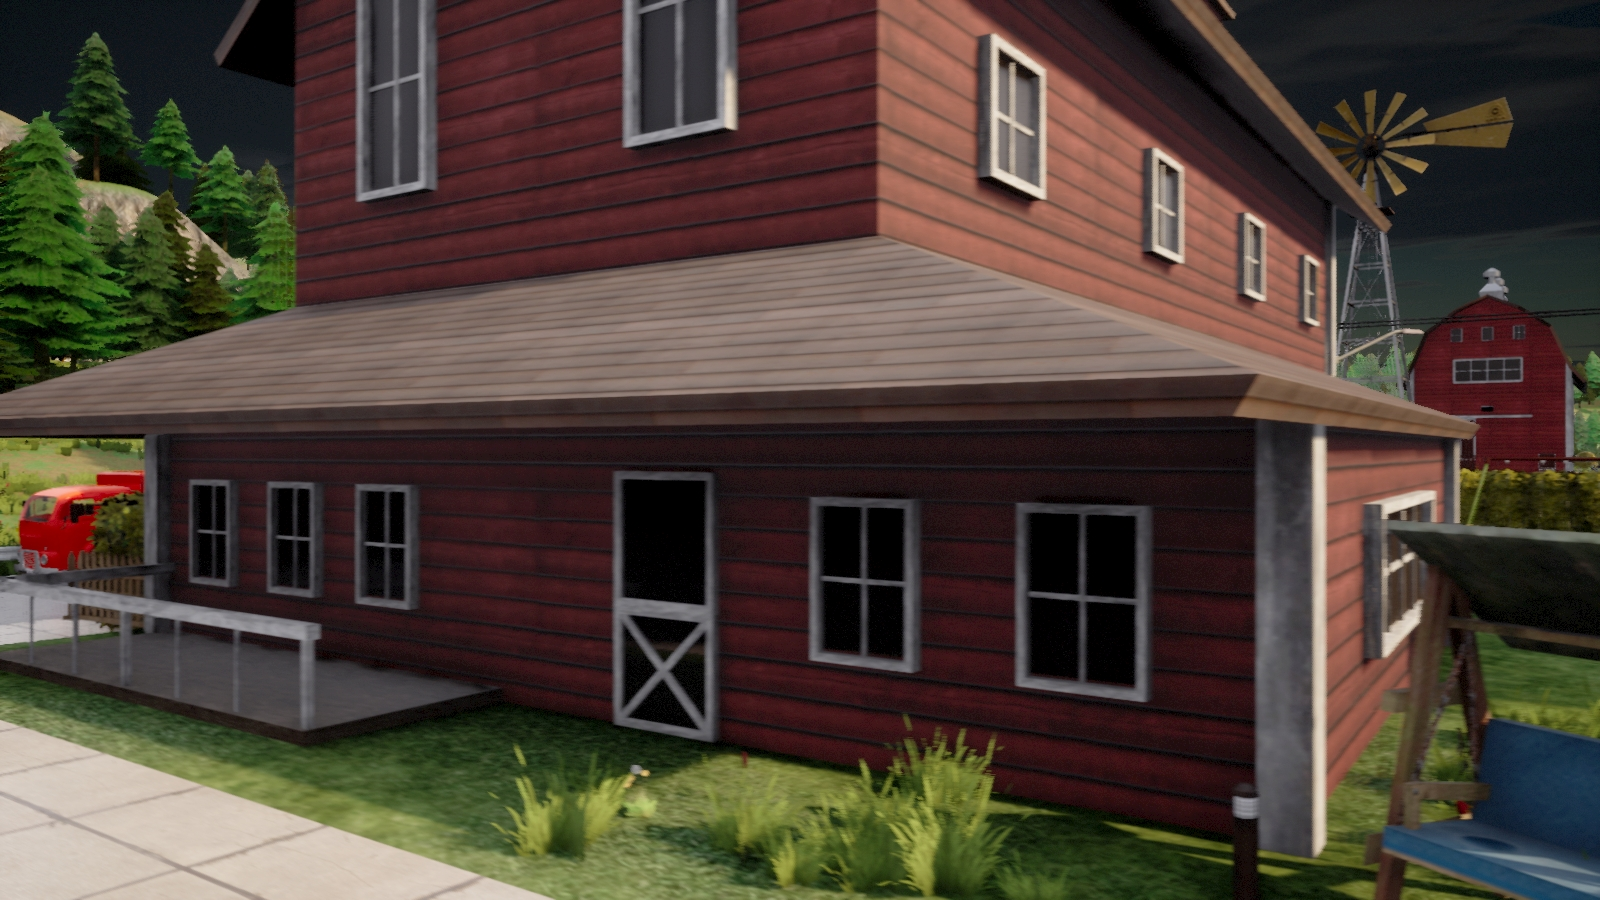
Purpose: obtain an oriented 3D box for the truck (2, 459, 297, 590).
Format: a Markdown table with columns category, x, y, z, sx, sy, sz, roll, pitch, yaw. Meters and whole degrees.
| category | x | y | z | sx | sy | sz | roll | pitch | yaw |
| --- | --- | --- | --- | --- | --- | --- | --- | --- | --- |
| truck | -14.742 | 1.543 | 26.216 | 2.627 | 2.467 | 5.204 | 0 | 2 | 35 |
